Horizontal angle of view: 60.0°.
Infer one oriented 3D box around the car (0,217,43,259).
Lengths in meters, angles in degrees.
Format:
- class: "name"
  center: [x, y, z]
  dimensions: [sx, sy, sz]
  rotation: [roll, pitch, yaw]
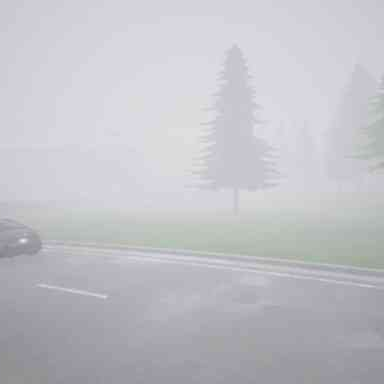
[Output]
- class: "car"
  center: [-7.282, 1.560, 11.479]
  dimensions: [4.181, 1.385, 1.994]
  rotation: [-1, 0, 22]
